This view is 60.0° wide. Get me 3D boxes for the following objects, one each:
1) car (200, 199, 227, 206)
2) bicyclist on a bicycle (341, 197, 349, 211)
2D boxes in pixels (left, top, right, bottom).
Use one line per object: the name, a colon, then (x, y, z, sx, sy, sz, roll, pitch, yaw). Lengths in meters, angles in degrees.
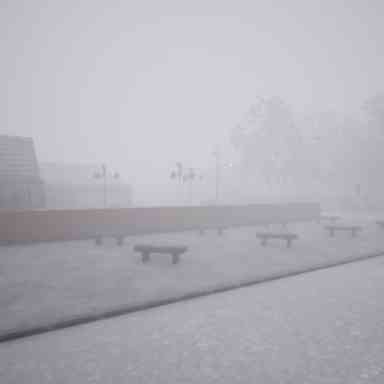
car: (2.966, 1.600, 46.258, 1.994, 1.385, 4.181, 0, 0, -35)
bicyclist on a bicycle: (18.115, 1.393, 39.430, 1.656, 1.620, 0.582, 0, 0, -36)
